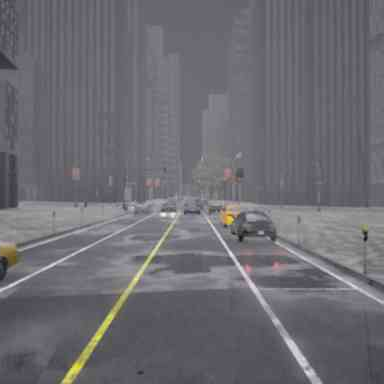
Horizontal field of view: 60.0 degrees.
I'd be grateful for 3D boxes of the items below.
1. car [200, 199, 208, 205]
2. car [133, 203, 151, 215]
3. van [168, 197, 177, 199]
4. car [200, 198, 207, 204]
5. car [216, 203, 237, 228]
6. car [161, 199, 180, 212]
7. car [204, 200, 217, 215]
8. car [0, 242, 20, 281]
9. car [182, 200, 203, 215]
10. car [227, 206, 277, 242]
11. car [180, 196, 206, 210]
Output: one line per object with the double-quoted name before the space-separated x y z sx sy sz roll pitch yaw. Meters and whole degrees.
"car" 2.920 2.393 81.334 2.008 1.369 4.403 0 -1 0
"car" -5.777 1.949 39.153 2.008 1.369 4.403 0 -1 0
"van" -5.557 2.244 86.920 1.690 1.788 3.998 0 -1 0
"car" 2.969 2.428 87.017 1.752 1.417 4.829 0 -1 0
"car" 3.130 1.723 24.450 1.882 1.535 5.008 0 -1 0
"car" -3.019 2.028 44.685 1.994 1.385 4.181 0 -1 0
"car" 2.748 1.949 39.153 2.008 1.369 4.403 0 -1 0
"car" -5.764 1.602 7.491 1.752 1.417 4.829 0 -1 0
"car" 0.036 1.969 39.844 1.994 1.385 4.181 0 -1 0
"car" 3.142 1.701 17.450 1.812 1.442 4.674 0 -1 0
"car" 0.379 1.862 50.007 2.097 1.767 4.553 0 -1 18
